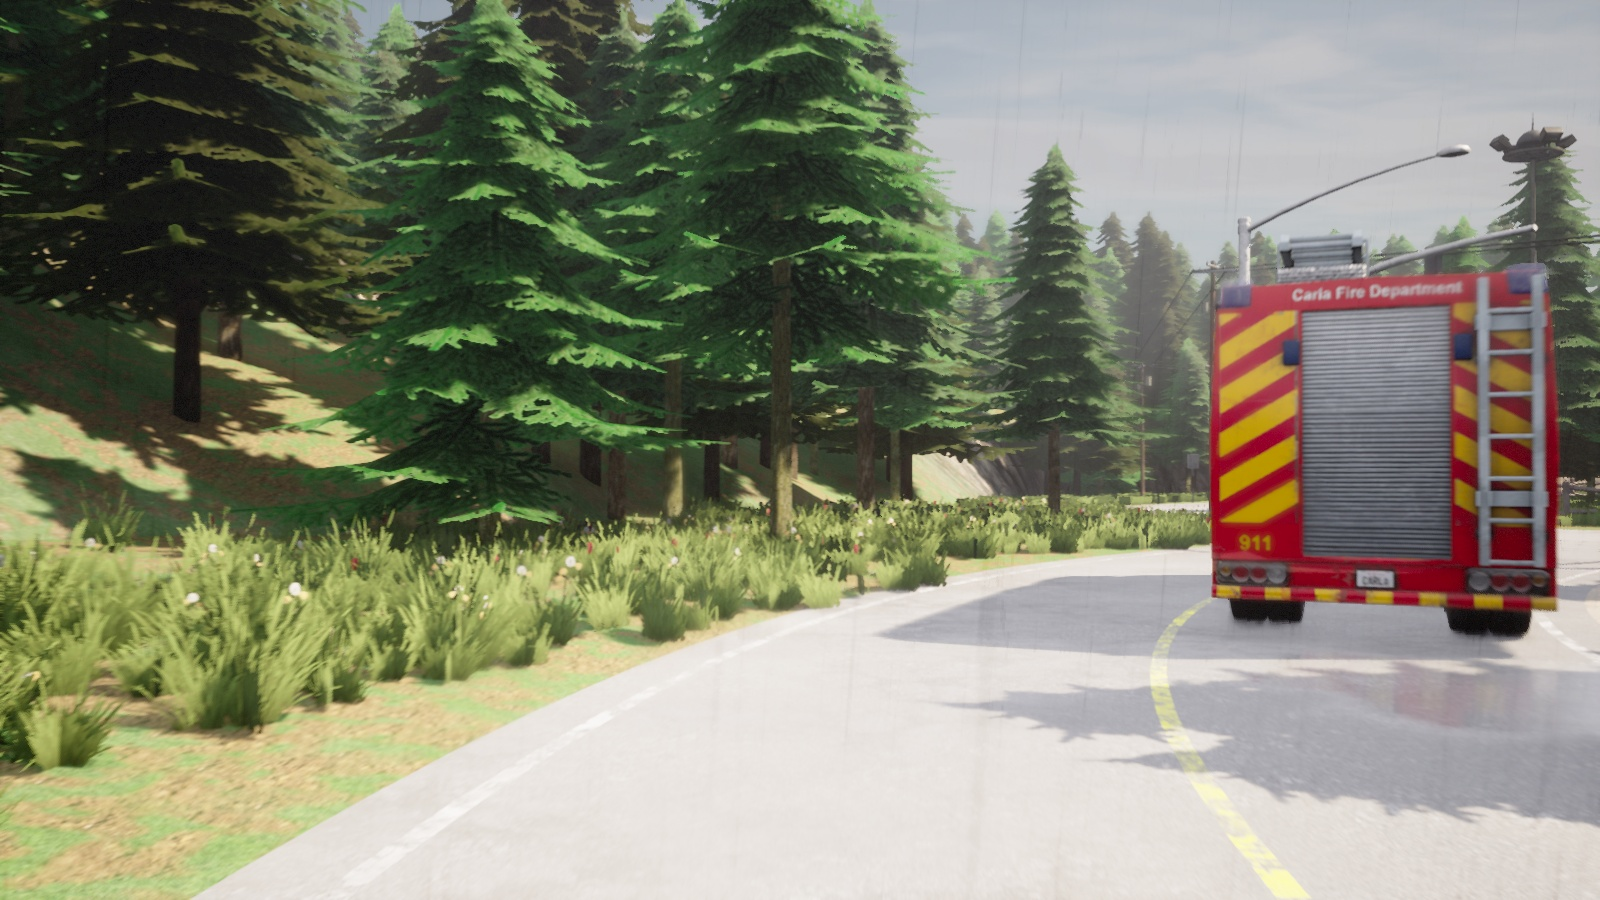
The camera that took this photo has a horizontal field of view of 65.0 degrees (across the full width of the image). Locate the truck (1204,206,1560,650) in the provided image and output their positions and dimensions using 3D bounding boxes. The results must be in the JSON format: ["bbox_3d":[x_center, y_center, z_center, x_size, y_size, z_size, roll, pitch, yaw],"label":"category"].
[{"bbox_3d":[6.941,-0.120,15.274,2.891,3.827,8.468,-1,-1,24],"label":"truck"}]
